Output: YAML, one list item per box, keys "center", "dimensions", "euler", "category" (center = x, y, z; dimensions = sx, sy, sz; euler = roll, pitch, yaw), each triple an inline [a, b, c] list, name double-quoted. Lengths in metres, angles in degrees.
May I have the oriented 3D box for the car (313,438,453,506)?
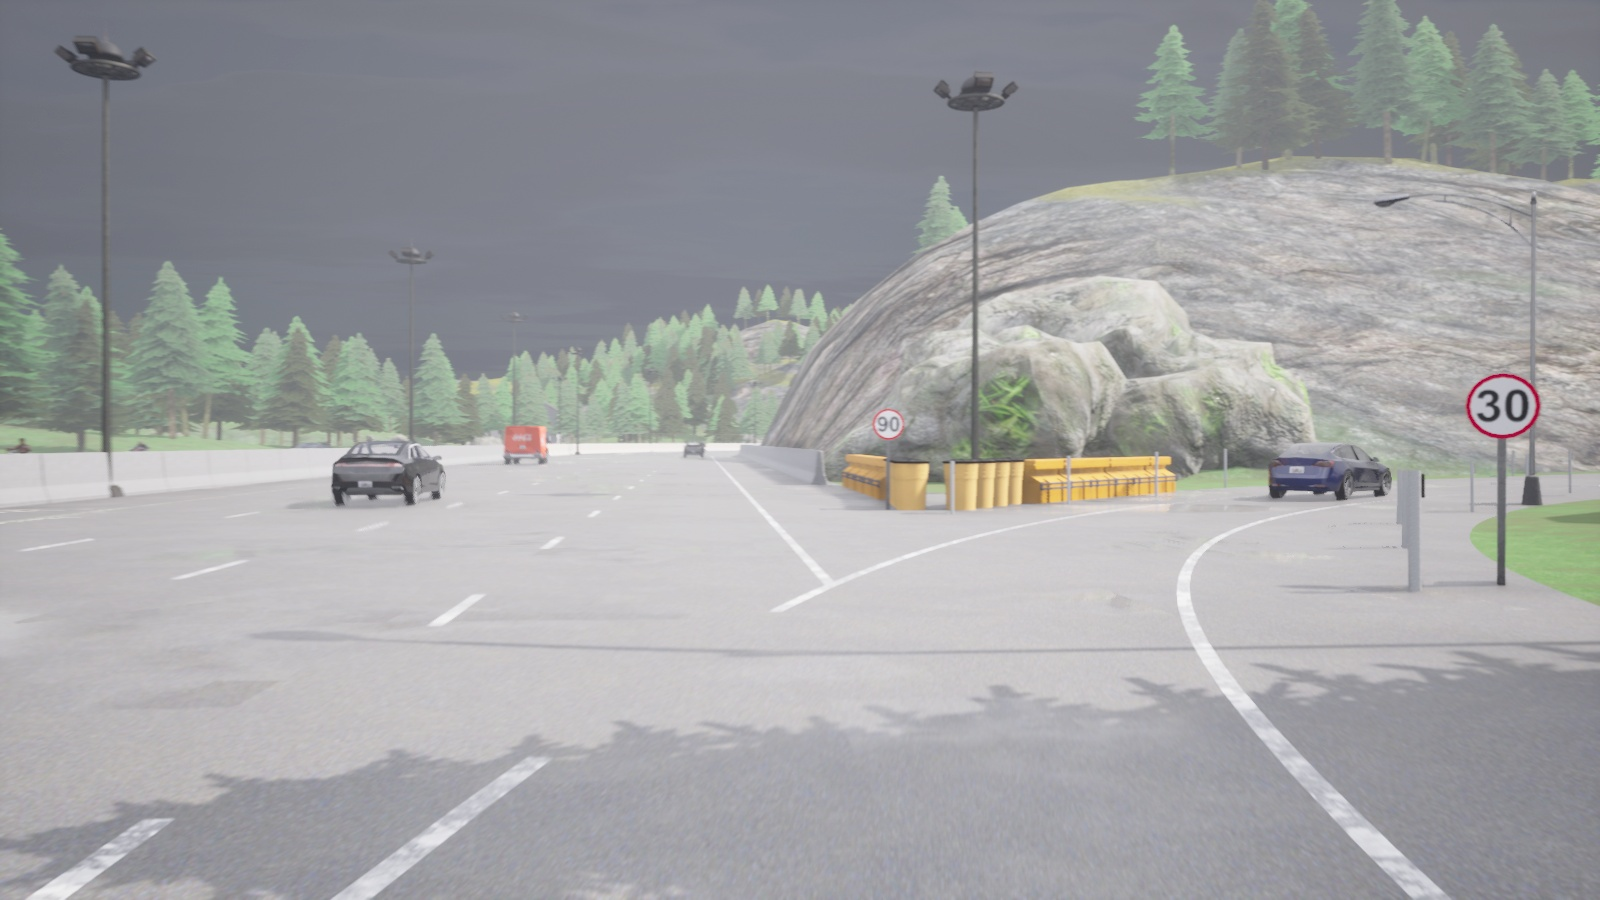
- center: [-9.958, 0.470, 30.416]
  dimensions: [2.128, 1.511, 4.902]
  euler: [0, 1, -5]
  category: "car"

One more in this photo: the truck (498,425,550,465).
- center: [-17.694, -0.335, 80.786]
  dimensions: [2.627, 2.467, 5.204]
  euler: [0, 0, -5]
  category: "truck"

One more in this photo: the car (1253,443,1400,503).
- center: [14.192, 0.560, 33.707]
  dimensions: [2.163, 1.488, 4.792]
  euler: [0, 1, 42]
  category: "car"

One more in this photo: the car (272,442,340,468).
- center: [-27.293, 0.246, 69.591]
  dimensions: [2.033, 1.411, 5.357]
  euler: [0, 0, -5]
  category: "car"
